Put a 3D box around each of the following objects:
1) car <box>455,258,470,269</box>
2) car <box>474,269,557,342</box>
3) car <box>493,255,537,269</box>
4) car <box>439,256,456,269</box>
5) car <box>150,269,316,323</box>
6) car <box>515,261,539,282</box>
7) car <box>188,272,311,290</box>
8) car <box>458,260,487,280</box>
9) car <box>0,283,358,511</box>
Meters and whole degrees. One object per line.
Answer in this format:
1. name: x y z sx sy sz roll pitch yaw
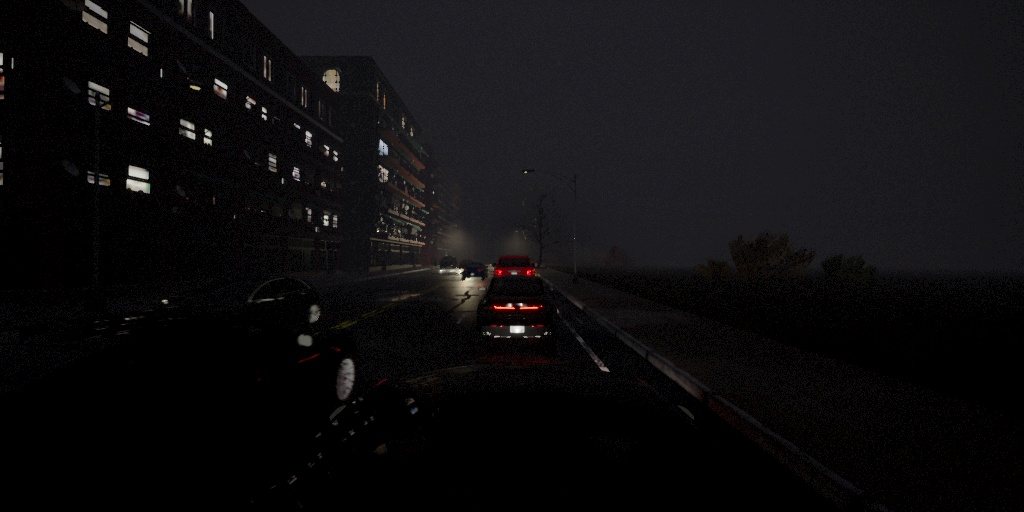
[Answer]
1. car: -6.554 1.231 52.052 1.882 1.535 5.008 0 0 0
2. car: 0.108 1.256 9.761 1.837 1.490 4.892 0 0 0
3. car: 0.115 0.975 20.109 2.150 2.045 5.566 0 0 0
4. car: -9.796 0.973 55.647 2.150 2.045 5.566 0 0 0
5. car: -9.842 1.300 13.422 2.033 1.411 5.357 0 0 0
6. car: 1.162 1.209 30.516 1.801 1.575 5.366 0 0 0
7. car: -6.593 1.256 8.940 1.837 1.490 4.892 0 0 0
8. car: -3.126 1.281 30.710 1.812 1.442 4.674 0 -1 0
9. car: -3.149 1.228 3.190 1.882 1.535 5.008 0 0 0
